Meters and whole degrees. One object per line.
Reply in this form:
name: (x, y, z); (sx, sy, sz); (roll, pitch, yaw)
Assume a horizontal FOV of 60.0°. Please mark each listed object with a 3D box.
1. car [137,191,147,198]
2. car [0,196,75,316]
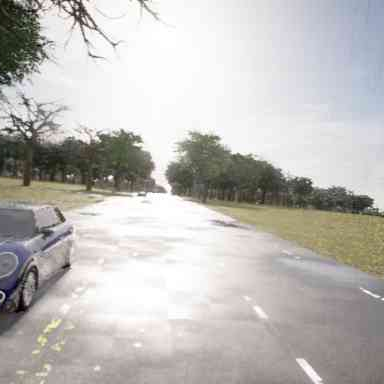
car: (-10.816, 0.449, 72.351); (1.994, 1.385, 4.181); (5, 0, -6)
car: (-3.851, 1.006, 6.809); (2.097, 1.767, 4.553); (5, 0, -7)
